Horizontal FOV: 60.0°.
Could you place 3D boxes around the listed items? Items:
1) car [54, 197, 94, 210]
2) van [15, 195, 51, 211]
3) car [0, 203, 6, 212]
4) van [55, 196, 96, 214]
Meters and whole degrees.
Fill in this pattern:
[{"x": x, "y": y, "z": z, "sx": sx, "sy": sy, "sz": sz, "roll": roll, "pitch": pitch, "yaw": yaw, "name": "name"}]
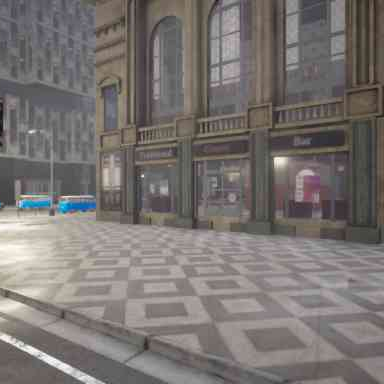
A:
[{"x": -15.378, "y": 1.466, "z": 43.526, "sx": 1.752, "sy": 1.417, "sz": 4.829, "roll": 0, "pitch": 0, "yaw": 36, "name": "car"}, {"x": -18.550, "y": 1.292, "z": 39.097, "sx": 1.690, "sy": 1.788, "sz": 3.998, "roll": 0, "pitch": 0, "yaw": 36, "name": "van"}, {"x": -21.822, "y": 1.513, "z": 34.529, "sx": 2.008, "sy": 1.369, "sz": 4.403, "roll": 0, "pitch": 0, "yaw": 36, "name": "car"}, {"x": -11.619, "y": 1.282, "z": 34.134, "sx": 1.690, "sy": 1.788, "sz": 3.998, "roll": 0, "pitch": 0, "yaw": 36, "name": "van"}]
